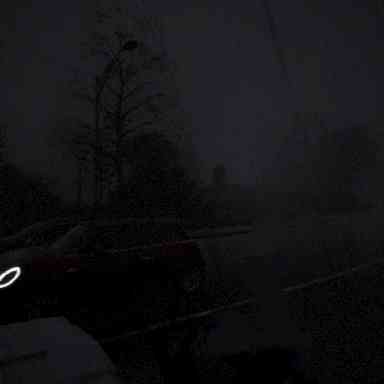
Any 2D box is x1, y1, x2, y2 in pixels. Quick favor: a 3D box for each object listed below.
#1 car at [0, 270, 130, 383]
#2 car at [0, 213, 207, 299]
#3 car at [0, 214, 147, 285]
[{"bbox_3d":[-2.717,1.602,1.870,4.718,1.301,1.895,0,0,-35],"label":"car"},{"bbox_3d":[-1.922,1.380,7.095,4.553,1.767,2.097,0,0,-37],"label":"car"},{"bbox_3d":[-3.964,1.540,9.906,4.892,1.490,1.837,0,0,-37],"label":"car"}]
